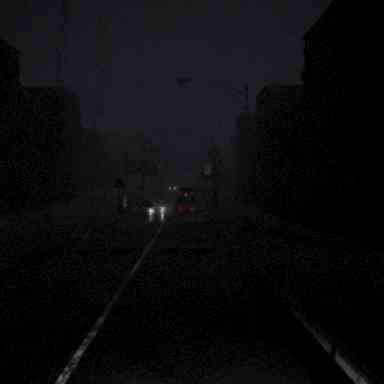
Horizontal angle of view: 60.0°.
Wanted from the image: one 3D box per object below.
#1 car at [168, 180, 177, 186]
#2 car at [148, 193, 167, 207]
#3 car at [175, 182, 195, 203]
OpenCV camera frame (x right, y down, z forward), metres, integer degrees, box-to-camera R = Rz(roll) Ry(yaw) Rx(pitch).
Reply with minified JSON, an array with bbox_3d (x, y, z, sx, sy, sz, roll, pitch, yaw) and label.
[{"bbox_3d":[-4.630,-2.153,79.507,1.994,1.385,4.181,0,4,-1],"label":"car"},{"bbox_3d":[-3.857,0.803,37.880,2.033,1.411,5.357,0,4,-1],"label":"car"},{"bbox_3d":[-0.755,0.183,42.277,2.150,2.045,5.566,0,4,-1],"label":"car"}]
